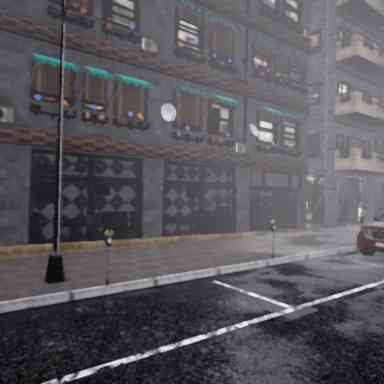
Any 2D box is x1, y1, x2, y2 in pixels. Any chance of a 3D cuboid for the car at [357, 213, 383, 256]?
[{"bbox_3d":[8.241,1.443,12.415,5.009,1.841,2.192,1,1,-35],"label":"car"}]
